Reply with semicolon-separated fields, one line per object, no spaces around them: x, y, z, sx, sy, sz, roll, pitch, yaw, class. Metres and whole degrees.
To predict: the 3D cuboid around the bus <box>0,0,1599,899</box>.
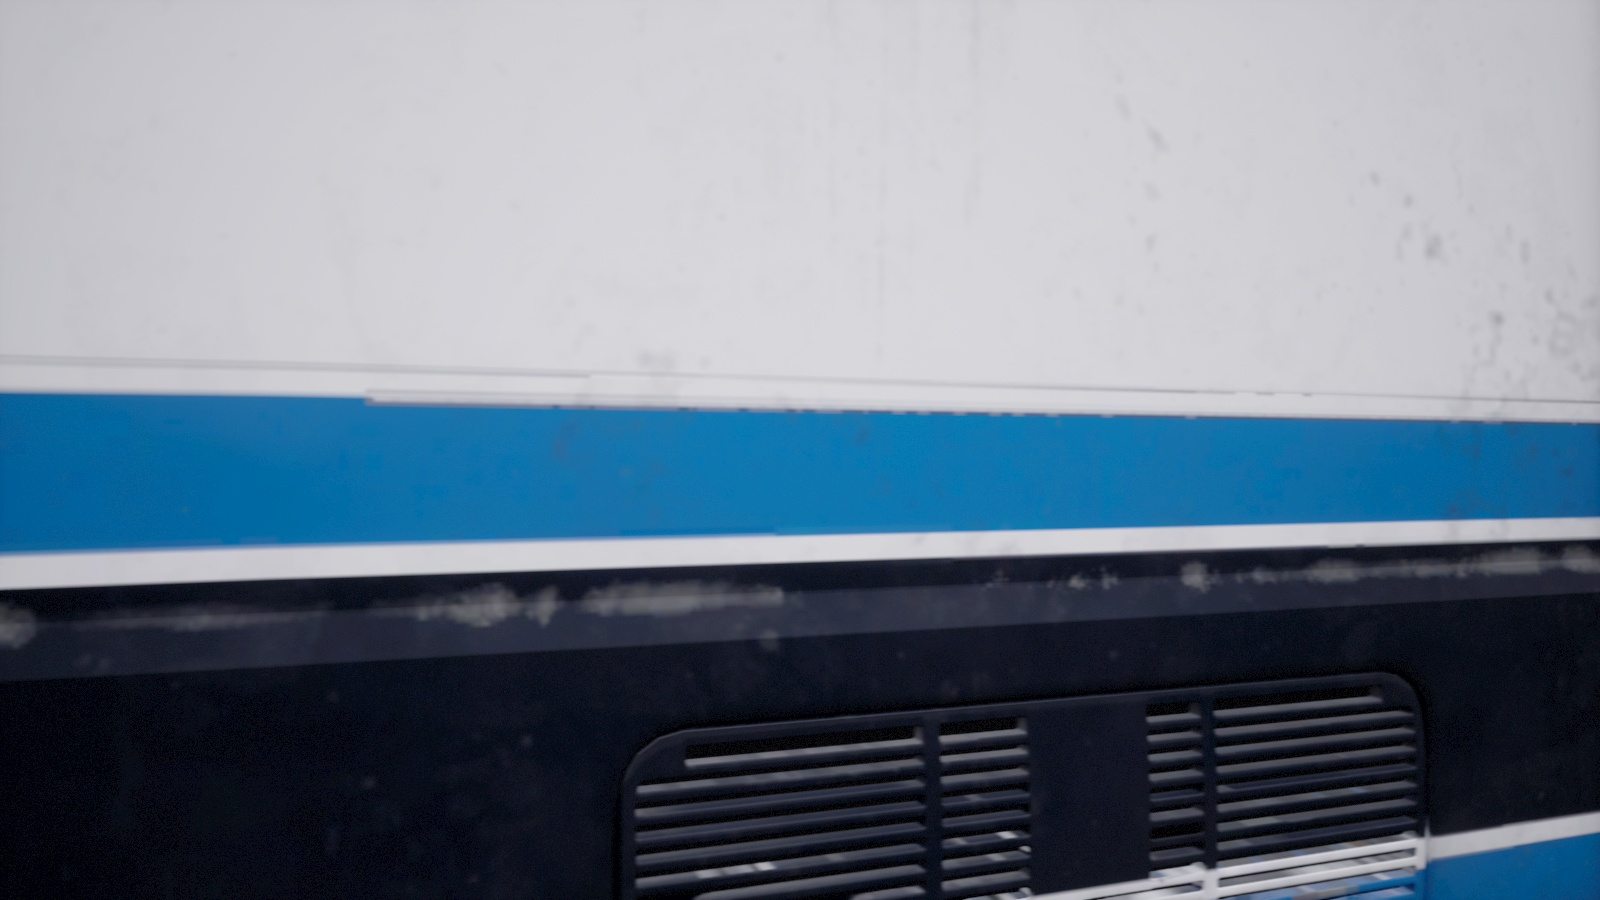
-0.915;-0.616;2.787;10.273;4.253;3.944;-1;0;-22;bus
